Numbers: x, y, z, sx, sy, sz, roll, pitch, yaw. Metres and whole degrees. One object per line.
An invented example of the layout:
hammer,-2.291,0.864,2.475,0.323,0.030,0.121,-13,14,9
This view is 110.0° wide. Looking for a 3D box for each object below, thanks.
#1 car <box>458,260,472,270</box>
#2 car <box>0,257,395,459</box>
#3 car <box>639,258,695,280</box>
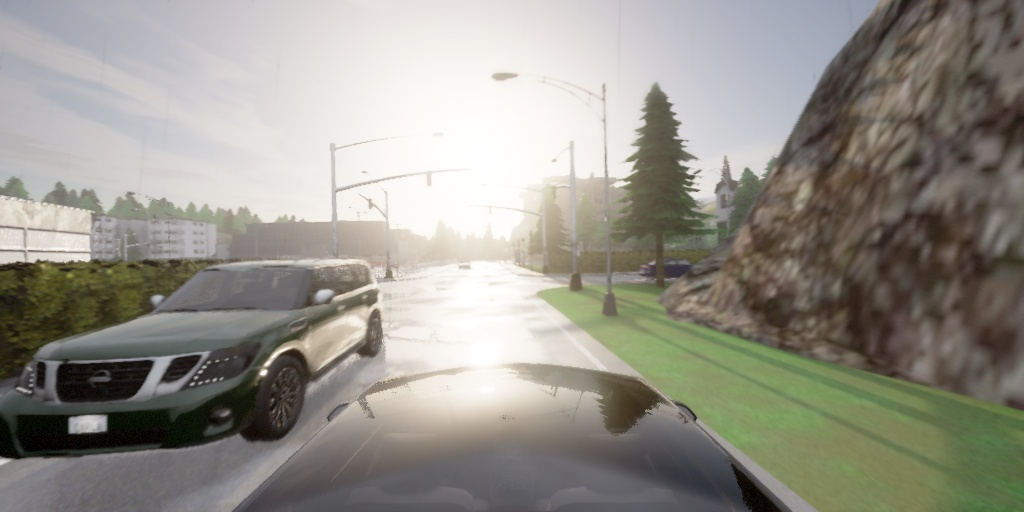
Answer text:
car,-7.264,1.371,55.645,2.033,1.411,5.357,-2,0,-3
car,-3.772,1.060,5.782,2.150,2.045,5.566,-2,0,-4
car,11.532,0.872,25.274,5.008,1.535,1.882,-2,0,-4
